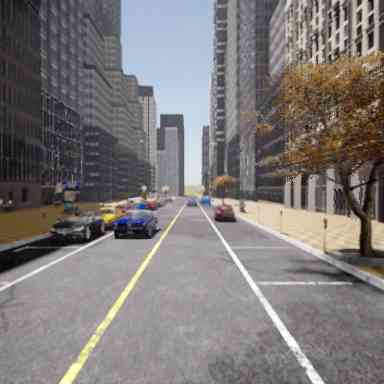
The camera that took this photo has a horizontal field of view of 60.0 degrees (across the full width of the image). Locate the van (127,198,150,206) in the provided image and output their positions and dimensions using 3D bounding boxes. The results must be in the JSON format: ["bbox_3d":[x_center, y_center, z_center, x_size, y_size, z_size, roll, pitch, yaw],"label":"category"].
[{"bbox_3d":[-5.708,1.518,33.892,1.690,1.788,3.998,-1,0,0],"label":"van"}]

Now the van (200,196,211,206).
[{"bbox_3d":[2.669,1.683,62.019,1.690,1.788,3.998,-1,0,0],"label":"van"}]

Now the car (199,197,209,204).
[{"bbox_3d":[2.671,1.853,73.268,1.967,1.590,4.097,-1,0,0],"label":"car"}]

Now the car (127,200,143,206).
[{"bbox_3d":[-5.704,1.690,28.267,1.887,1.381,4.507,-1,0,0],"label":"car"}]

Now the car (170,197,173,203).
[{"bbox_3d":[-5.708,2.035,84.516,2.008,1.369,4.403,-1,0,0],"label":"car"}]

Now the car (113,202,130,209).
[{"bbox_3d":[-5.704,1.639,22.473,1.752,1.417,4.829,-1,0,0],"label":"car"}]

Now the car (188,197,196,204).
[{"bbox_3d":[-0.005,1.816,71.502,1.812,1.442,4.674,0,0,0],"label":"car"}]

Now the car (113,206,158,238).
[{"bbox_3d":[-3.041,1.694,18.572,1.895,1.301,4.718,0,0,0],"label":"car"}]

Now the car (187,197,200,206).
[{"bbox_3d":[-0.004,1.882,60.876,2.033,1.411,5.357,0,0,0],"label":"car"}]

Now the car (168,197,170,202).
[{"bbox_3d":[-5.707,1.892,62.017,2.008,1.369,4.403,-1,0,0],"label":"car"}]

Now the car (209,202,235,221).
[{"bbox_3d":[2.677,1.728,28.268,1.802,1.307,4.206,-1,0,0],"label":"car"}]

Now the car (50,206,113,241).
[{"bbox_3d":[-5.703,1.636,17.017,2.008,1.369,4.403,-1,0,0],"label":"car"}]

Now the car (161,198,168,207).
[{"bbox_3d":[-5.706,1.858,56.392,2.008,1.369,4.403,-1,0,0],"label":"car"}]

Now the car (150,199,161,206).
[{"bbox_3d":[-5.705,1.785,45.141,1.887,1.381,4.507,-1,0,0],"label":"car"}]
